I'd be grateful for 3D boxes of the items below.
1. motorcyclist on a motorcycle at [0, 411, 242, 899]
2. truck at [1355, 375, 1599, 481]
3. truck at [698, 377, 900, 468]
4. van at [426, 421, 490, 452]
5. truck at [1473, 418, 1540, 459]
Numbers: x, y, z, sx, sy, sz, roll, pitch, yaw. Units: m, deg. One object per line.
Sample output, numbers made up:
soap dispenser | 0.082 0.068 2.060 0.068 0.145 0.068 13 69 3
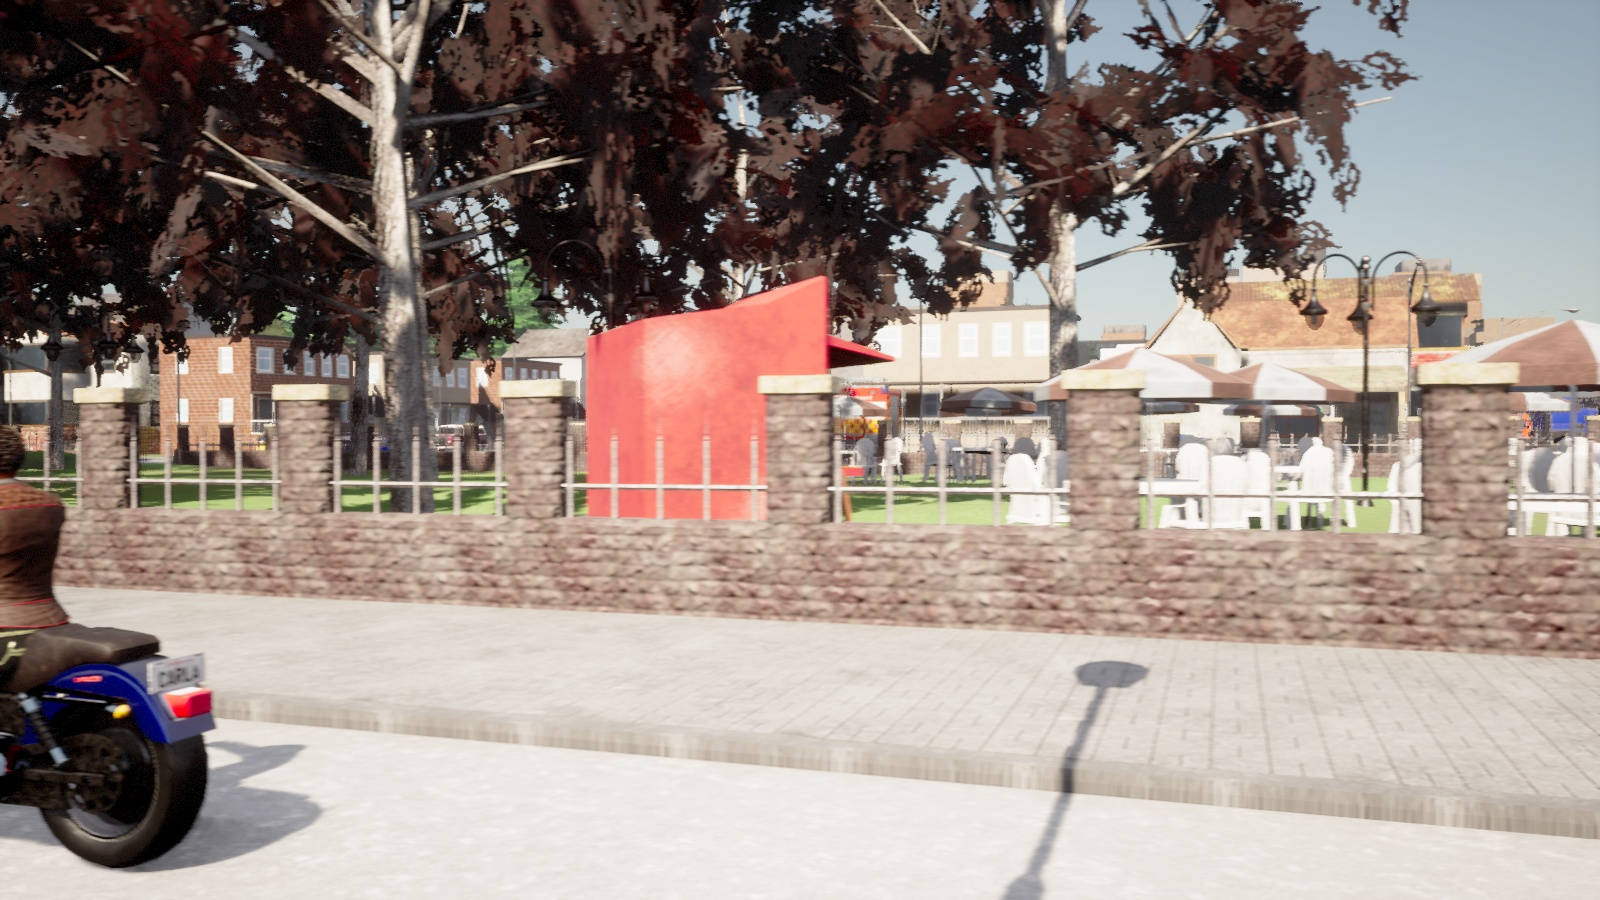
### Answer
motorcyclist on a motorcycle | -3.394 0.686 4.861 2.350 1.649 0.766 0 1 19
truck | 23.695 -0.762 43.451 7.936 3.462 2.891 1 1 19
truck | -0.036 -1.230 55.694 8.468 3.827 2.891 1 1 19
van | -23.156 -0.903 85.263 2.069 2.038 4.480 1 1 19
truck | 43.532 -0.738 77.511 2.627 2.467 5.204 1 1 19
